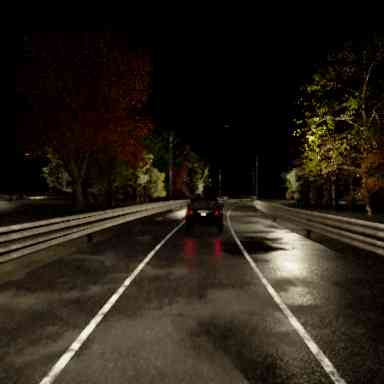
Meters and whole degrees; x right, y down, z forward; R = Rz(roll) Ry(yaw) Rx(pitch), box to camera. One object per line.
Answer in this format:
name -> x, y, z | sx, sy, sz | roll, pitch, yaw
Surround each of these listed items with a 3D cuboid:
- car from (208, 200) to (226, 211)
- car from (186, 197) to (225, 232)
car -> 3.558, 1.805, 46.153 | 2.033, 1.411, 5.357 | 0, 0, 9
car -> 0.836, 1.331, 20.946 | 2.150, 2.045, 5.566 | 0, 0, 4
